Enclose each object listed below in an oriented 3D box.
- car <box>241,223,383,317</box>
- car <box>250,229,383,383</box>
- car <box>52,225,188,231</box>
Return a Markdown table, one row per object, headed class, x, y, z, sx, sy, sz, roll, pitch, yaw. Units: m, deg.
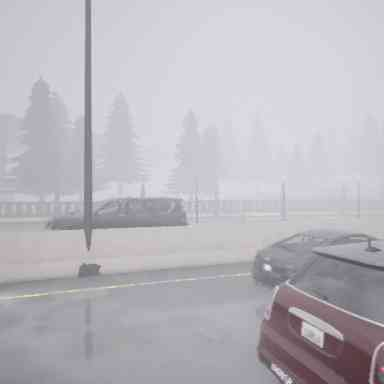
| class | x | y | z | sx | sy | sz | roll | pitch | yaw |
| --- | --- | --- | --- | --- | --- | --- | --- | --- | --- |
| car | 3.476 | 1.561 | 7.640 | 4.181 | 1.385 | 1.994 | 0 | 0 | -19 |
| car | 3.125 | 1.350 | 3.828 | 4.553 | 1.767 | 2.097 | 0 | 0 | -20 |
| car | -2.836 | 1.221 | 13.102 | 5.566 | 2.045 | 2.150 | 0 | 0 | -20 |
